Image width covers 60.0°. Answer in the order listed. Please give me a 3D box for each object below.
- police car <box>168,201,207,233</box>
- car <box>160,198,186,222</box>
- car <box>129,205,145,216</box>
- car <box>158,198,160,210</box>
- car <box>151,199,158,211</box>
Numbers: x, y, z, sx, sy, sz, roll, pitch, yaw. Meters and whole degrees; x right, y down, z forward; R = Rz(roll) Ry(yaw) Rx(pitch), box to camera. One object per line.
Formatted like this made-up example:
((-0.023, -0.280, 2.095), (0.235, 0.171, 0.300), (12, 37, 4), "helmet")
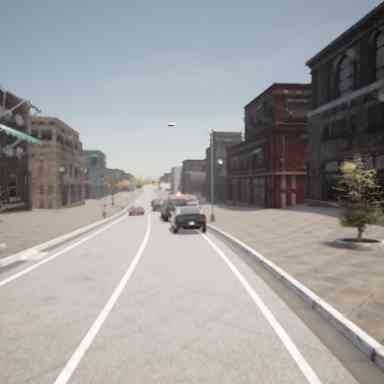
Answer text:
((-0.293, 1.564, 20.816), (1.930, 1.638, 5.238), (0, -1, -6), "police car")
((-1.518, 1.631, 30.739), (2.150, 2.045, 5.566), (0, -2, -7), "car")
((-7.189, 2.391, 43.472), (1.994, 1.385, 4.181), (0, -1, -7), "car")
((-2.293, 1.835, 36.696), (2.150, 2.045, 5.566), (0, -2, -7), "car")
((-5.696, 2.427, 55.861), (1.837, 1.490, 4.892), (0, 0, -7), "car")
